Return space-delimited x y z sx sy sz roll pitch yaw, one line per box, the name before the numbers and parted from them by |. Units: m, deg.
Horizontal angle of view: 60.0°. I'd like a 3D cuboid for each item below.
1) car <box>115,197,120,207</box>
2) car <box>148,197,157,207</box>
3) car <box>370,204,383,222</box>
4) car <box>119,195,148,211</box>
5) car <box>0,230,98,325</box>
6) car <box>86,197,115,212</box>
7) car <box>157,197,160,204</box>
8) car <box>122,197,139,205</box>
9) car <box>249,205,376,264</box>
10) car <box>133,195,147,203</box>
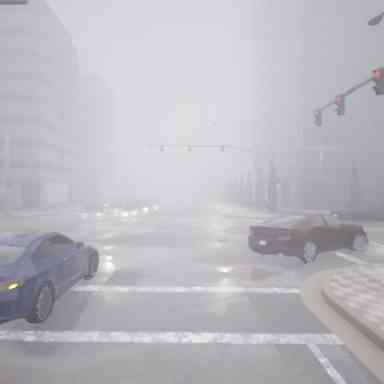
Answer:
car | -10.583 1.459 47.100 2.128 1.511 4.902 0 0 0
car | -7.074 1.457 50.272 2.128 1.511 4.902 0 0 0
car | 11.986 1.530 23.278 4.718 1.301 1.895 0 0 1
car | -7.092 1.463 40.965 2.128 1.511 4.902 0 0 0
car | -3.406 1.514 6.967 1.812 1.442 4.674 0 0 0
car | -10.594 1.479 37.872 1.837 1.490 4.892 0 0 0
car | -7.000 1.559 60.563 1.895 1.301 4.718 0 0 0
car | -10.531 1.525 57.098 1.994 1.385 4.181 0 0 1
car | 4.191 1.414 11.731 5.008 1.535 1.882 0 -2 -36
car | -10.493 1.431 67.485 1.882 1.535 5.008 0 0 0
